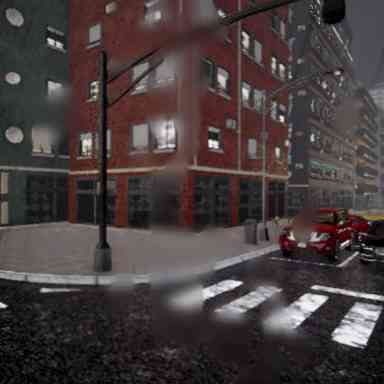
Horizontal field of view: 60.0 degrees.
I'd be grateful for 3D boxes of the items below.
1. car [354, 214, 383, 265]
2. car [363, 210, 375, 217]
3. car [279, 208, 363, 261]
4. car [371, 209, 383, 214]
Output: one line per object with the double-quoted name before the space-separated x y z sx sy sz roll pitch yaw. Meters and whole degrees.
"car" 7.433 1.791 12.275 1.837 1.490 4.892 0 -1 34
"car" 8.596 1.924 18.380 1.887 1.381 4.507 -1 -2 35
"car" 5.304 1.591 13.739 2.192 1.841 5.009 -1 -2 35
"car" 15.084 2.107 27.537 1.752 1.417 4.829 -1 -2 35
